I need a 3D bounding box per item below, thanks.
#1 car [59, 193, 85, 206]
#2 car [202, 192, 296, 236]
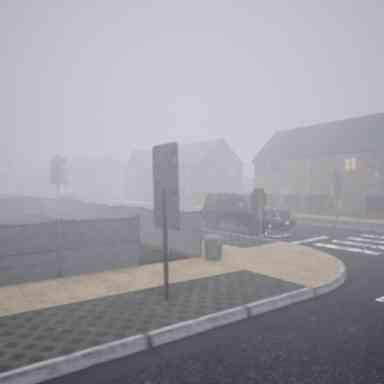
[{"bbox_3d":[-14.856,0.914,40.943,1.882,1.535,5.008,-2,2,-39],"label":"car"},{"bbox_3d":[2.800,1.052,17.748,2.150,2.045,5.566,-2,2,-36],"label":"car"}]
